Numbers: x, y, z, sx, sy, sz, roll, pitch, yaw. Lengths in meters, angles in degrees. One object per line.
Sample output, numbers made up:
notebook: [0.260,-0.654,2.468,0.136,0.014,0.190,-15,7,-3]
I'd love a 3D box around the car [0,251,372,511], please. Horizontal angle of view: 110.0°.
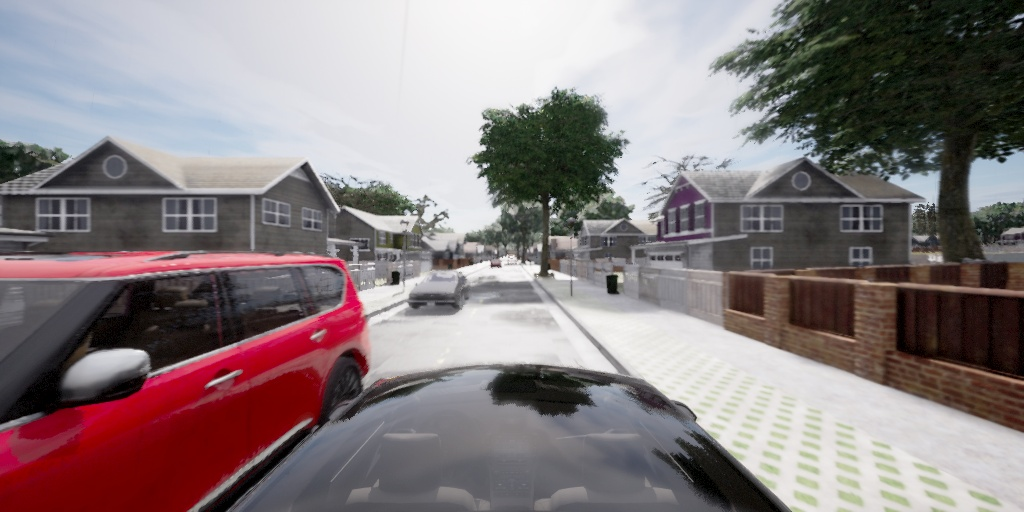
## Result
car: [-2.844,0.974,2.360,2.150,2.045,5.566,0,0,0]

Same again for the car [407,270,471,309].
car: [-2.841,1.321,15.262,2.033,1.411,5.357,0,0,0]

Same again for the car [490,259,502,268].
car: [-2.762,1.285,61.895,1.882,1.535,5.008,0,0,1]
